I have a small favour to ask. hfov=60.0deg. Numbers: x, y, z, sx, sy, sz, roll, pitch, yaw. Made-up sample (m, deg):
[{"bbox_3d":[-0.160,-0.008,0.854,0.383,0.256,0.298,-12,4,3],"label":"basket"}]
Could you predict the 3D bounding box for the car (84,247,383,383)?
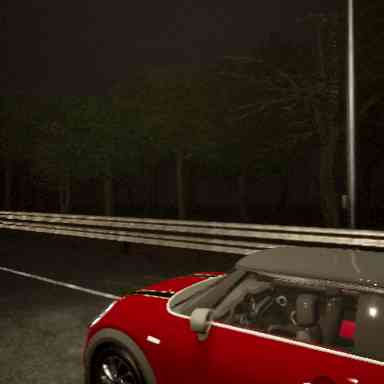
[{"bbox_3d":[1.000,1.358,3.278,4.553,1.767,2.097,-1,0,35],"label":"car"}]
